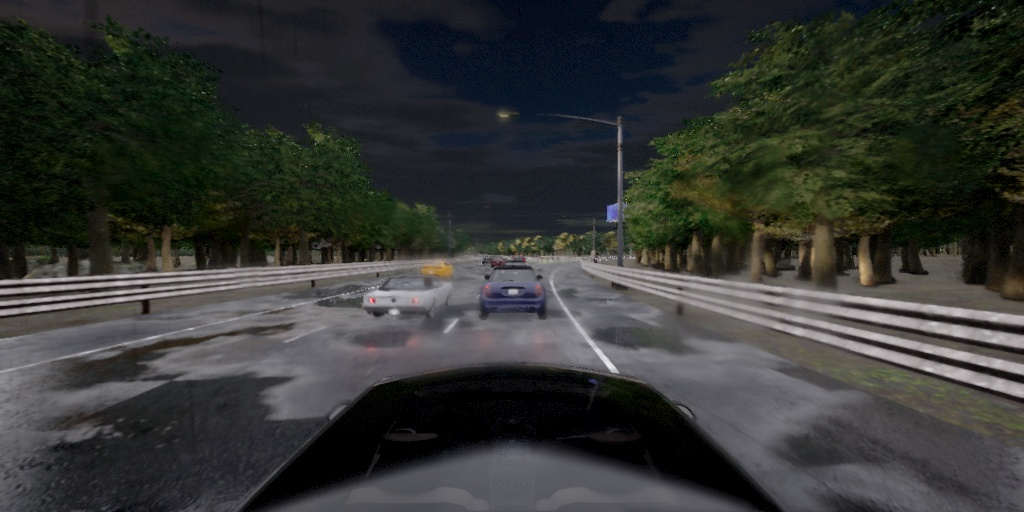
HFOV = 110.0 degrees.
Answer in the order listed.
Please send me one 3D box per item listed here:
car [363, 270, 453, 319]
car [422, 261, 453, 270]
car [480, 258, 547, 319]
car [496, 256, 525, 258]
[{"bbox_3d":[-3.400,1.340,12.723,1.895,1.301,4.718,0,0,1],"label":"car"},{"bbox_3d":[-6.506,1.171,31.630,1.882,1.535,5.008,0,0,2],"label":"car"},{"bbox_3d":[0.062,1.094,12.899,2.097,1.767,4.553,0,0,1],"label":"car"},{"bbox_3d":[0.251,1.073,24.393,2.097,1.767,4.553,0,0,1],"label":"car"}]
